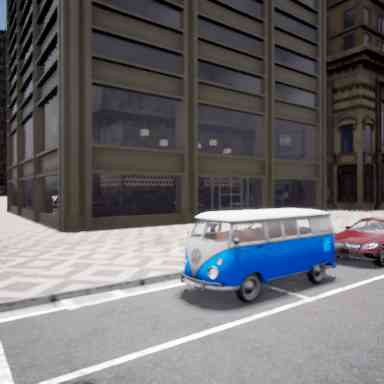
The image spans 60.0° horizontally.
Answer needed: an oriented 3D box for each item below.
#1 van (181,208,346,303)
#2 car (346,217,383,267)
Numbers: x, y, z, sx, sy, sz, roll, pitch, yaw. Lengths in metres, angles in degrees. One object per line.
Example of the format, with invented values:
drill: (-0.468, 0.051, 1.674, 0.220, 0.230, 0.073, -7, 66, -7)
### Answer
van: (1.674, 1.302, 7.838, 3.998, 1.788, 1.690, 0, 0, -35)
car: (6.235, 1.506, 11.092, 4.206, 1.307, 1.802, 0, 0, -35)
